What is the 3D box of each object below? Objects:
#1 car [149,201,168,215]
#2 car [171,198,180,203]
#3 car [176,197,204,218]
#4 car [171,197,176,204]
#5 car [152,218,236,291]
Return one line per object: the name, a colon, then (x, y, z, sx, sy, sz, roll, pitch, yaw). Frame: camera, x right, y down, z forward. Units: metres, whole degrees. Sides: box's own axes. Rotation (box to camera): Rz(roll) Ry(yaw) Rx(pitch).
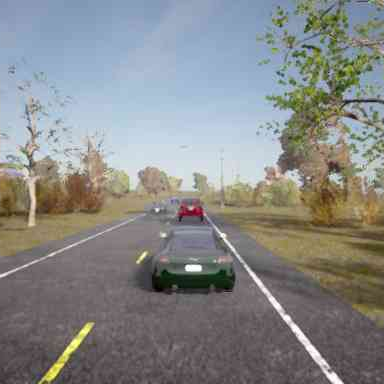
car: (-3.912, 1.846, 39.307, 2.128, 1.511, 4.902, 0, -1, -1)
car: (-4.100, 2.119, 83.469, 1.994, 1.385, 4.181, 0, 0, 0)
car: (-0.089, 1.500, 30.329, 2.150, 2.045, 5.566, 0, 0, 0)
car: (-3.929, 1.927, 76.103, 1.882, 1.535, 5.008, 0, 0, -2)
car: (0.035, 1.651, 9.284, 1.994, 1.385, 4.181, 0, 0, 0)
